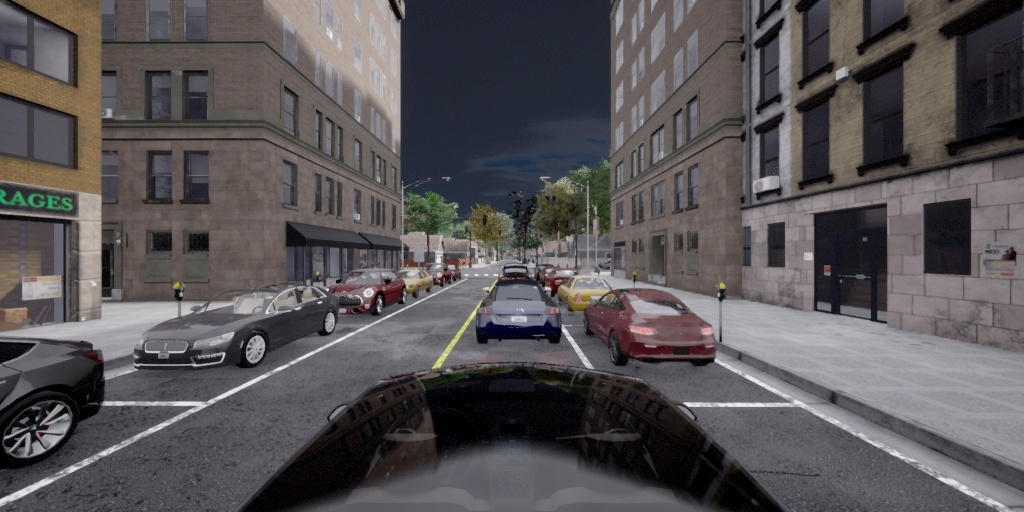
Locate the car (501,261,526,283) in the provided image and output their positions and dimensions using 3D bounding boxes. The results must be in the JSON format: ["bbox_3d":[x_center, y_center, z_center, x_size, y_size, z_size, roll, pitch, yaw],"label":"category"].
[{"bbox_3d":[0.130,1.239,29.317,1.882,1.535,5.008,0,0,0],"label":"car"}]

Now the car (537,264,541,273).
[{"bbox_3d":[2.749,1.340,24.230,1.802,1.307,4.207,0,0,0],"label":"car"}]

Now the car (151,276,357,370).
[{"bbox_3d":[-5.364,1.301,7.715,2.007,1.370,4.403,0,0,0],"label":"car"}]

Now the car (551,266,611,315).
[{"bbox_3d":[2.691,1.278,13.364,1.751,1.417,4.829,0,0,0],"label":"car"}]

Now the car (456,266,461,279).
[{"bbox_3d":[-5.247,1.343,29.790,1.802,1.307,4.207,0,0,0],"label":"car"}]

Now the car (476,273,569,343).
[{"bbox_3d":[0.140,1.315,9.651,1.994,1.385,4.181,0,0,0],"label":"car"}]

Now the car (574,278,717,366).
[{"bbox_3d":[2.661,1.332,7.676,1.802,1.307,4.207,0,0,0],"label":"car"}]

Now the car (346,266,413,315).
[{"bbox_3d":[-5.334,1.192,13.233,1.967,1.591,4.097,0,0,0],"label":"car"}]

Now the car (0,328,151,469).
[{"bbox_3d":[-5.393,1.316,2.197,1.948,1.339,4.313,0,0,0],"label":"car"}]

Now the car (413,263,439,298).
[{"bbox_3d":[-5.306,1.280,18.582,1.751,1.417,4.829,0,0,0],"label":"car"}]

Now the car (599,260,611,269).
[{"bbox_3d":[14.987,1.168,49.404,4.902,1.511,2.128,0,0,0],"label":"car"}]

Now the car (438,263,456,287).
[{"bbox_3d":[-5.276,1.198,24.271,1.967,1.591,4.097,0,0,0],"label":"car"}]

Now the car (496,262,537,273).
[{"bbox_3d":[0.186,1.260,19.636,1.837,1.490,4.892,0,0,0],"label":"car"}]

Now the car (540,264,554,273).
[{"bbox_3d":[2.720,1.300,18.712,1.888,1.381,4.507,0,0,0],"label":"car"}]
